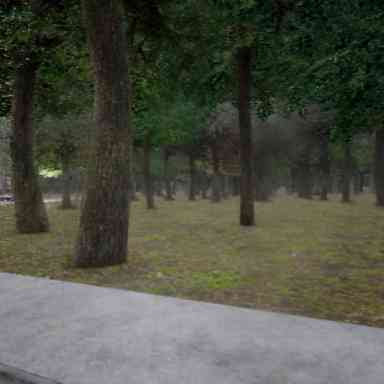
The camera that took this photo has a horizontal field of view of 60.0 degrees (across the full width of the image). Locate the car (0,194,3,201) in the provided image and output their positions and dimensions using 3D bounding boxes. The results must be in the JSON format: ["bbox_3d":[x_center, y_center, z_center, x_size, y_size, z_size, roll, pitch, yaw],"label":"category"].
[{"bbox_3d":[-35.740,1.427,57.833,1.882,1.535,5.008,-1,0,3],"label":"car"}]

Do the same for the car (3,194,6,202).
[{"bbox_3d":[-38.404,1.129,68.396,2.097,1.767,4.553,-1,0,3],"label":"car"}]

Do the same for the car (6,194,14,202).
[{"bbox_3d":[-35.155,1.250,68.246,2.128,1.511,4.902,-1,0,3],"label":"car"}]
